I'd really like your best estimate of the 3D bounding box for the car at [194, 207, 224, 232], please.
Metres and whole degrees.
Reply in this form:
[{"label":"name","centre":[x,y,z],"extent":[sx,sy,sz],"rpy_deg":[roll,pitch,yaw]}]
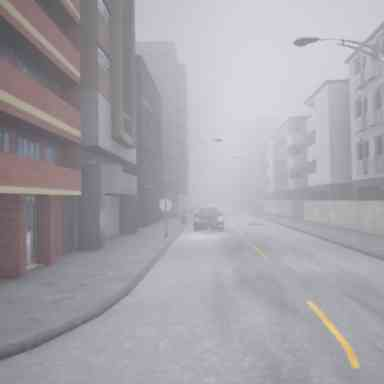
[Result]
[{"label":"car","centre":[1.264,1.936,24.848],"extent":[2.097,1.767,4.553],"rpy_deg":[-1,-1,3]}]
